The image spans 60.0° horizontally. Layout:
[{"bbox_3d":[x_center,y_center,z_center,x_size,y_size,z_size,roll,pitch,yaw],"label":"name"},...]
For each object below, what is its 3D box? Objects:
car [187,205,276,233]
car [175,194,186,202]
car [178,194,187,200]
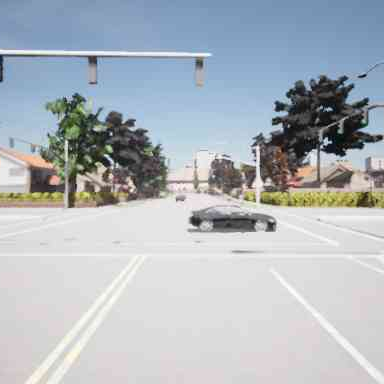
[{"bbox_3d":[2.185,1.480,18.509,4.902,1.511,2.128,1,0,1],"label":"car"},{"bbox_3d":[-2.508,1.293,68.555,2.033,1.411,5.357,0,0,1],"label":"car"},{"bbox_3d":[-2.369,1.235,84.340,2.033,1.411,5.357,0,0,1],"label":"car"}]
